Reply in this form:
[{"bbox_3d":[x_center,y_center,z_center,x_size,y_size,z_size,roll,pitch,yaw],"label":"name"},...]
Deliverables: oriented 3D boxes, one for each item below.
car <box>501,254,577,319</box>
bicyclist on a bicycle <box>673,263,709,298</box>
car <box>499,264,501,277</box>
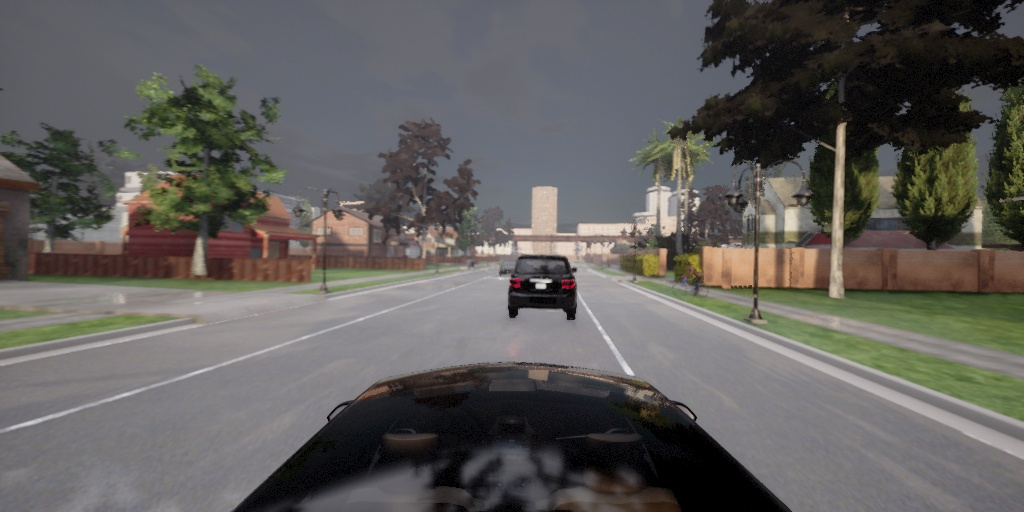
[{"bbox_3d":[1.167,0.961,13.014,2.150,2.045,5.566,1,0,7],"label":"car"},{"bbox_3d":[8.445,1.160,16.935,1.656,1.620,0.582,1,0,7],"label":"bicyclist on a bicycle"},{"bbox_3d":[-0.072,1.169,34.047,1.837,1.490,4.892,1,0,7],"label":"car"}]
